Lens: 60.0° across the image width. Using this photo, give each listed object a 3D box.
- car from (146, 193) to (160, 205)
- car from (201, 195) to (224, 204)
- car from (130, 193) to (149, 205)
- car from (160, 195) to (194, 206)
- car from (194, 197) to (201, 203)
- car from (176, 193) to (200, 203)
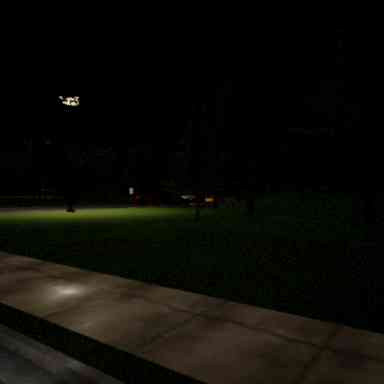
[{"bbox_3d":[-5.032,1.443,57.028,1.837,1.490,4.892,0,-1,37],"label":"car"},{"bbox_3d":[4.383,1.426,64.052,1.882,1.535,5.008,0,0,36],"label":"car"},{"bbox_3d":[-8.326,1.153,58.466,2.150,2.045,5.566,0,-1,37],"label":"car"},{"bbox_3d":[-2.408,1.426,54.692,1.882,1.535,5.008,0,0,37],"label":"car"},{"bbox_3d":[1.573,1.544,66.140,1.895,1.301,4.718,0,0,36],"label":"car"},{"bbox_3d":[-0.785,1.157,68.844,2.150,2.045,5.566,0,0,36],"label":"car"}]
